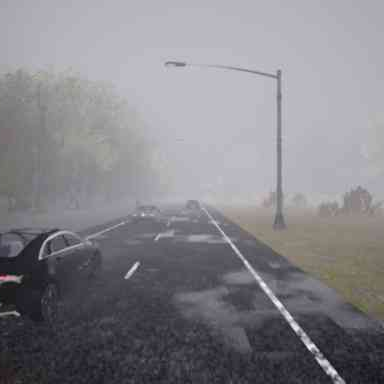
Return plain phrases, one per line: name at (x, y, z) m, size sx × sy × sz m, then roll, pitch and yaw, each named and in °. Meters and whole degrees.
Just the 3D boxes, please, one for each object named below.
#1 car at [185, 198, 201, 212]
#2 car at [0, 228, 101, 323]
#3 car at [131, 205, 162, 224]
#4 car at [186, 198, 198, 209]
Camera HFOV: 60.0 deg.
car at (0.116, 1.667, 41.436) m, size 1.882 × 1.535 × 5.008 m, roll 0°, pitch 0°, yaw 0°
car at (-3.398, 1.525, 7.245) m, size 2.128 × 1.511 × 4.902 m, roll 0°, pitch 0°, yaw 0°
car at (-3.391, 1.664, 25.558) m, size 2.033 × 1.411 × 5.357 m, roll 0°, pitch 0°, yaw 0°
car at (0.025, 1.742, 51.564) m, size 1.837 × 1.490 × 4.892 m, roll 0°, pitch 0°, yaw 0°
